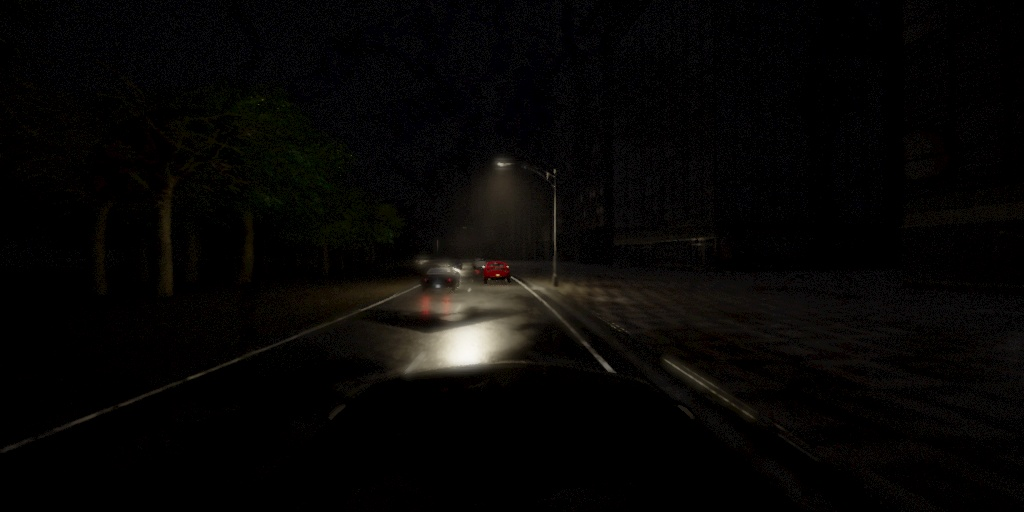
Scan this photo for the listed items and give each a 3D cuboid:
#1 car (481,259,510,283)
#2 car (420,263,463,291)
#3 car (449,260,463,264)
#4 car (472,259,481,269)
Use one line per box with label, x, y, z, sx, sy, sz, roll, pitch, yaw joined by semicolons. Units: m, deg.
car;-1.241;1.178;27.657;1.882;1.535;5.008;0;0;-6
car;-4.194;1.324;21.645;1.895;1.301;4.718;0;0;-4
car;-7.993;1.192;50.667;1.895;1.301;4.718;0;0;-11
car;-4.558;1.113;51.199;1.812;1.442;4.674;0;0;-10
